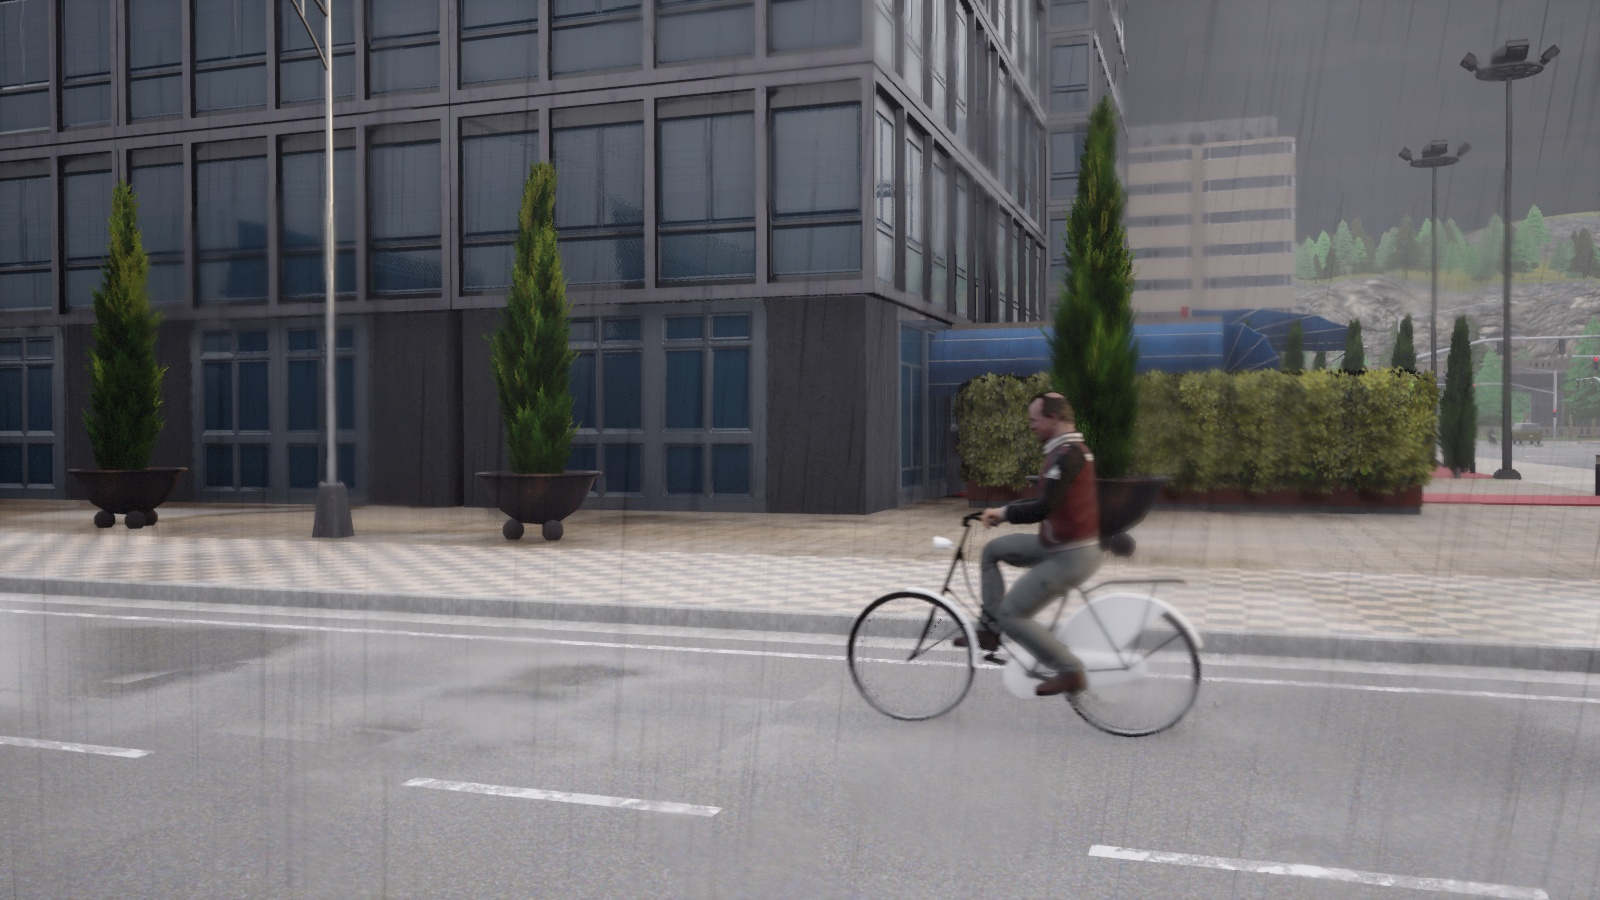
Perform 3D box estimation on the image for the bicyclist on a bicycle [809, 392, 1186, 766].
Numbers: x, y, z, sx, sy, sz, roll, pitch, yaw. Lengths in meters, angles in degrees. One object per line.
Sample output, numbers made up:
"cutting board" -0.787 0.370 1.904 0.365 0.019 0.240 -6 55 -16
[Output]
"bicyclist on a bicycle" 1.030 0.596 6.547 1.843 1.776 0.659 1 1 18
